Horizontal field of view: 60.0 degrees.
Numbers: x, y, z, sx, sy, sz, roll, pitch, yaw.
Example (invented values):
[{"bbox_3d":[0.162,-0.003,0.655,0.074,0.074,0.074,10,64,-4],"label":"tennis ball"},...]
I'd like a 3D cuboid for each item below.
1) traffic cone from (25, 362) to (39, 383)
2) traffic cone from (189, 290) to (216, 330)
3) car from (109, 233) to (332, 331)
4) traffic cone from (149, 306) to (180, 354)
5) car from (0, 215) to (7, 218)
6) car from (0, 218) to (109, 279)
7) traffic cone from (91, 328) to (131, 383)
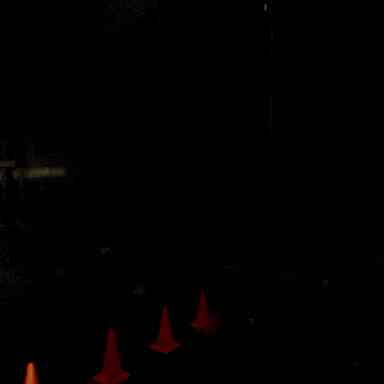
[{"bbox_3d":[-1.568,1.963,3.249,0.340,0.580,0.340,0,0,36],"label":"traffic cone"},{"bbox_3d":[0.178,1.972,5.678,0.340,0.580,0.340,0,0,36],"label":"traffic cone"},{"bbox_3d":[0.553,1.589,6.818,4.313,1.339,1.947,0,0,36],"label":"car"},{"bbox_3d":[-0.401,1.971,4.874,0.340,0.580,0.340,0,0,36],"label":"traffic cone"},{"bbox_3d":[-8.520,1.570,13.336,4.403,1.369,2.008,0,0,36],"label":"car"},{"bbox_3d":[-3.984,1.588,10.077,4.313,1.339,1.947,0,0,36],"label":"car"},{"bbox_3d":[-0.985,1.967,4.062,0.340,0.580,0.340,0,0,36],"label":"traffic cone"}]
